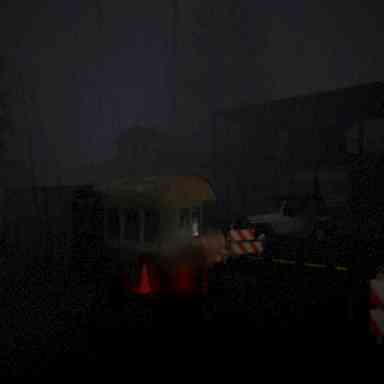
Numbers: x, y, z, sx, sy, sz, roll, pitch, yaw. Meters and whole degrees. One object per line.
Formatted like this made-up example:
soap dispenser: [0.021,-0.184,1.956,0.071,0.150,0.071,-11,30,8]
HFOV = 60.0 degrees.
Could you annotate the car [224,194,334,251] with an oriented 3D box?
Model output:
car: [3.255,1.027,12.230,3.866,1.878,1.905,0,0,-18]
